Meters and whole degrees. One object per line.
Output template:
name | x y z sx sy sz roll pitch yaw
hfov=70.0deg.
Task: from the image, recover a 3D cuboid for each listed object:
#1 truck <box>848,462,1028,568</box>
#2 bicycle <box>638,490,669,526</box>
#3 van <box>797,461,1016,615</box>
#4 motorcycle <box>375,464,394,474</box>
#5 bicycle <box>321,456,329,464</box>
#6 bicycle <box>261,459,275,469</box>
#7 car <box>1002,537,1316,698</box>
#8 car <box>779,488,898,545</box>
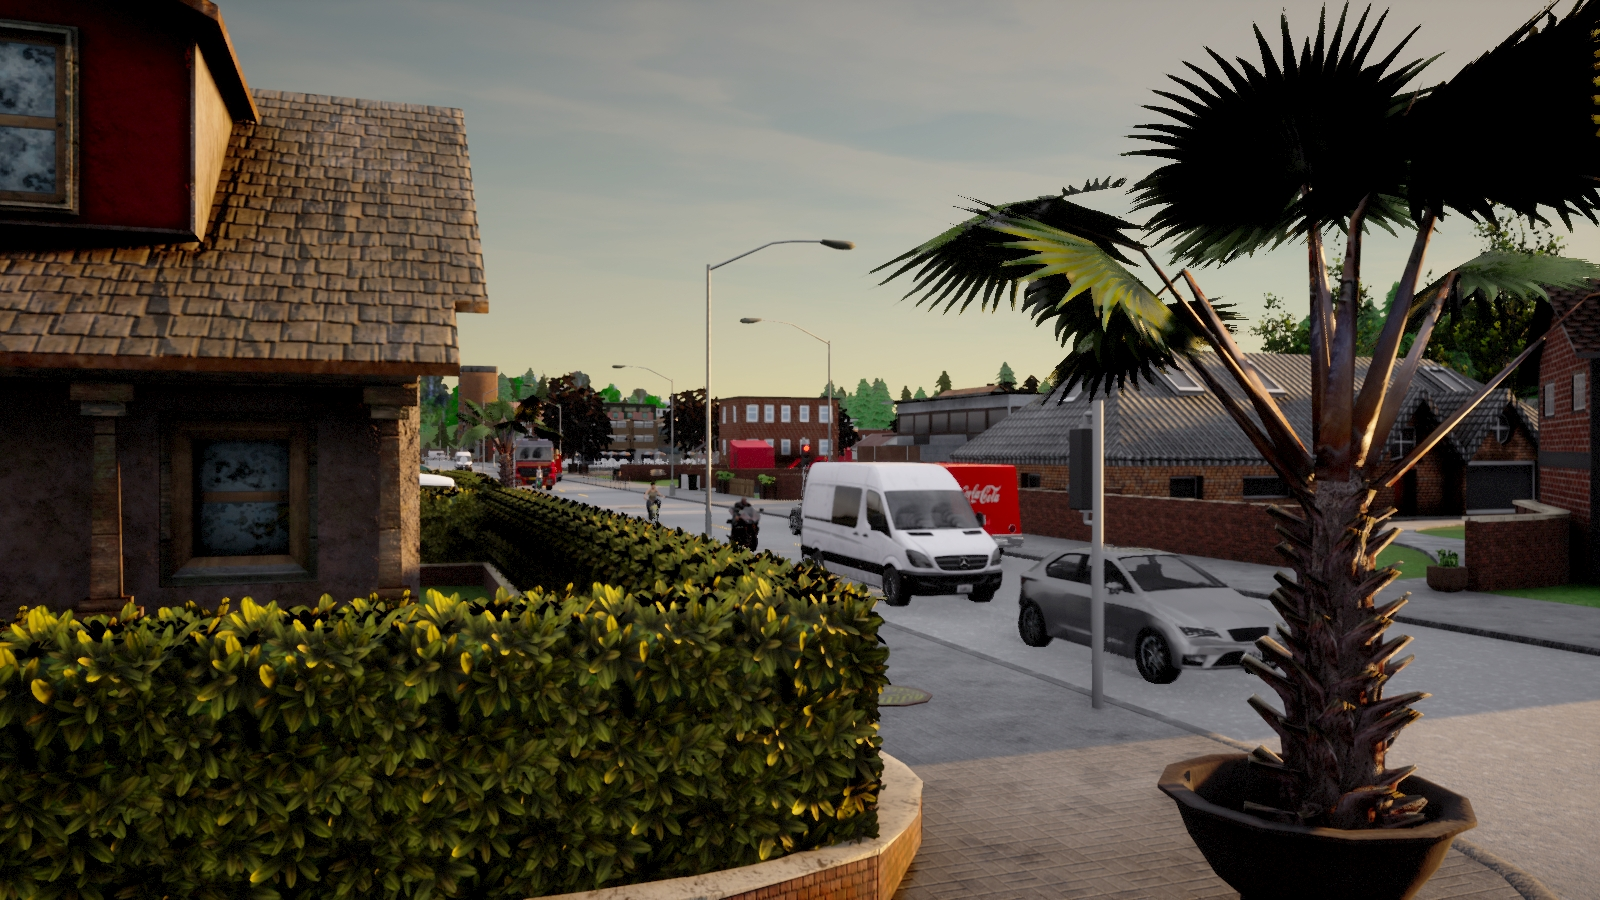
truck | 3.468 1.570 29.990 2.627 2.467 5.204 0 0 -20
bicycle | -5.495 2.163 42.843 0.859 1.276 1.487 0 1 -20
van | 1.881 1.538 22.666 1.988 2.561 5.915 0 0 -20
motorcycle | -48.197 2.186 132.552 2.033 1.199 0.803 0 0 -19
bicycle | -95.570 2.052 229.879 1.643 1.496 0.373 1 0 -20
bicycle | -77.629 2.054 166.768 1.835 1.471 0.329 0 0 -20
car | 4.568 2.069 15.247 1.816 1.474 4.193 0 0 -20
car | 1.122 2.053 36.412 2.128 1.511 4.902 0 0 -20
